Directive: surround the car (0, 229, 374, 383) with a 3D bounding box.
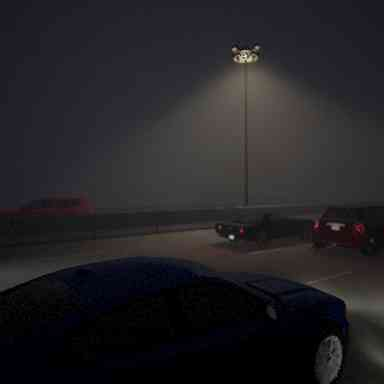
[{"bbox_3d":[-0.317,1.466,3.522,5.008,1.535,1.882,0,0,-36],"label":"car"}]

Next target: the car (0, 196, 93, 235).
[{"bbox_3d":[-8.558,1.282,19.262,5.566,2.045,2.150,0,0,-36],"label":"car"}]

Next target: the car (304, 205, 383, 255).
[{"bbox_3d":[6.738,1.262,12.856,4.553,1.767,2.097,0,0,-35],"label":"car"}]

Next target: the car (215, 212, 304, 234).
[{"bbox_3d":[3.412,1.522,14.780,4.718,1.301,1.895,0,0,-36],"label":"car"}]
